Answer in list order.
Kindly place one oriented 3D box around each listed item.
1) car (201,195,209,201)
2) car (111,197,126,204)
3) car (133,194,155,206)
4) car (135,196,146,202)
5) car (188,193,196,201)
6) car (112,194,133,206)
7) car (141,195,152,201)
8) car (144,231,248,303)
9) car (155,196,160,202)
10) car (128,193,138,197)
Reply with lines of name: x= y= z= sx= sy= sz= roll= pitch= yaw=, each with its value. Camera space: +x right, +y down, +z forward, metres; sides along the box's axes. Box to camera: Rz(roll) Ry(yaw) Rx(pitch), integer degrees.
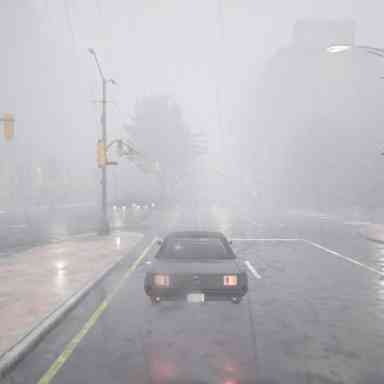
car: x=3.513 y=1.595 z=86.971 sx=1.895 sy=1.301 sz=4.718 roll=0 pitch=0 yaw=0
car: x=-14.740 y=1.595 z=66.810 sx=1.895 sy=1.301 sz=4.718 roll=0 pitch=0 yaw=0
car: x=-8.080 y=1.547 z=56.501 sx=2.033 sy=1.411 sz=5.357 roll=0 pitch=0 yaw=0
car: x=-11.489 y=1.552 z=74.399 sx=1.994 sy=1.385 sz=4.181 roll=0 pitch=0 yaw=0
car: x=0.013 y=1.540 z=85.794 sx=2.033 sy=1.411 sz=5.357 roll=0 pitch=0 yaw=0
car: x=-11.580 y=1.525 z=55.103 sx=1.812 sy=1.442 sz=4.674 roll=0 pitch=0 yaw=0
car: x=-11.487 y=1.525 z=84.632 sx=2.128 sy=1.511 sz=4.902 roll=0 pitch=0 yaw=0
car: x=0.076 y=1.601 z=8.154 sx=1.895 sy=1.301 sz=4.718 roll=0 pitch=0 yaw=0
car: x=-8.020 y=1.564 z=65.737 sx=1.994 sy=1.385 sz=4.181 roll=0 pitch=0 yaw=1
car: x=-11.528 y=1.221 z=64.515 sx=2.150 sy=2.045 sz=5.566 roll=0 pitch=0 yaw=1
